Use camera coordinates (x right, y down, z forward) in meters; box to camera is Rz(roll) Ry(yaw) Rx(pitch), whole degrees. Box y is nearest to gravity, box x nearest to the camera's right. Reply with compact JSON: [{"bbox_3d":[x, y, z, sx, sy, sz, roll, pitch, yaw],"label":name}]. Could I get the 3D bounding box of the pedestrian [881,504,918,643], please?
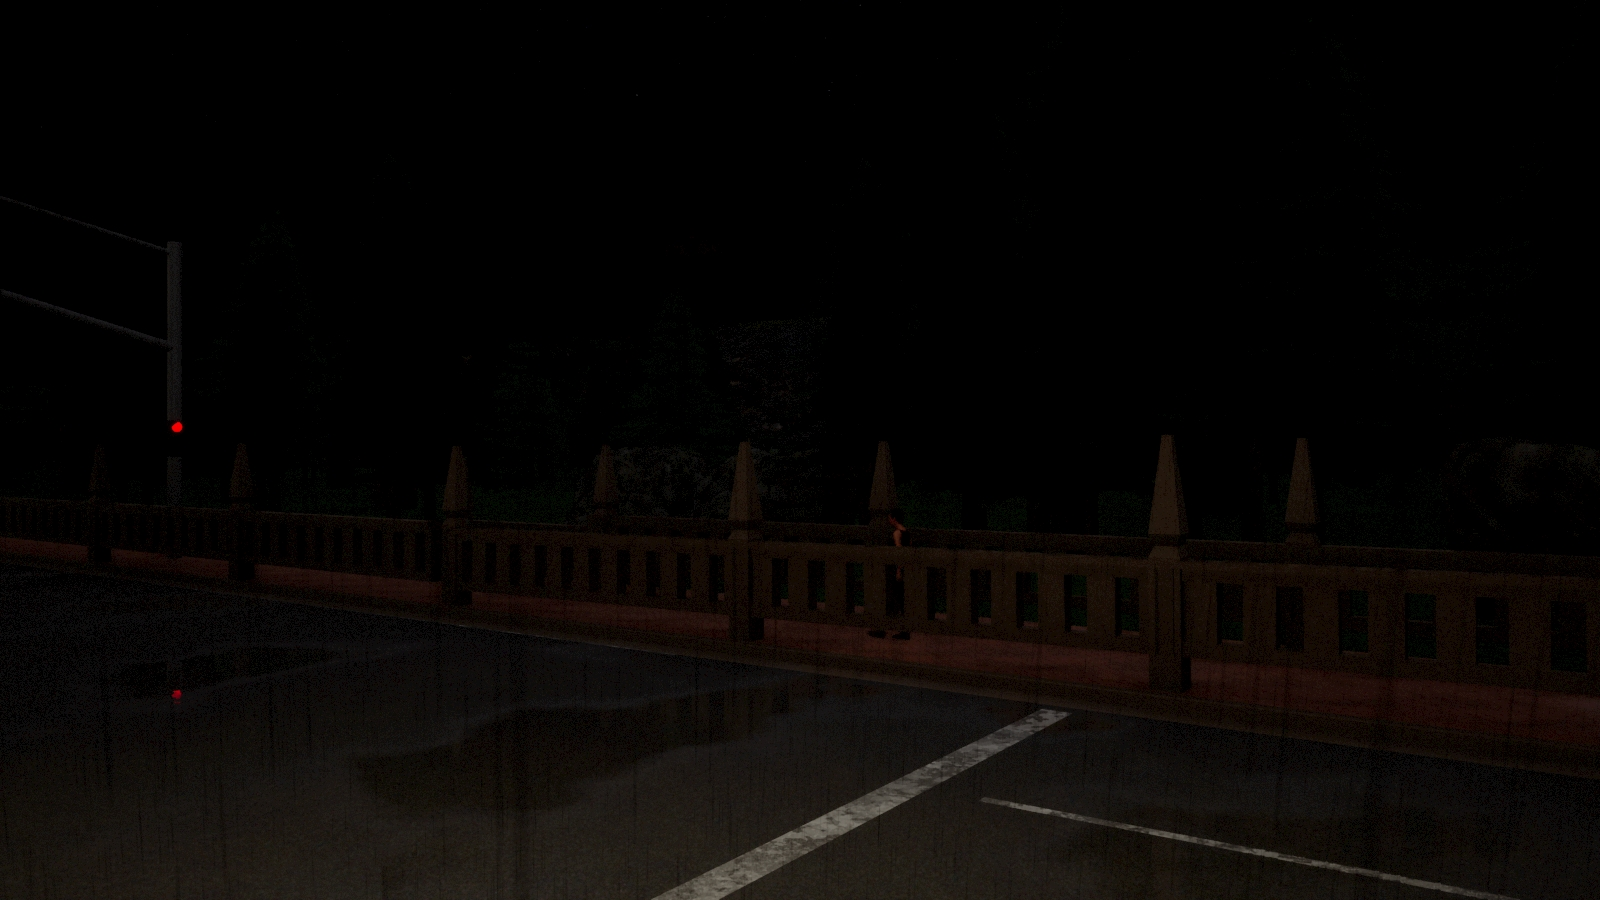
[{"bbox_3d":[1.380,1.694,15.830,0.375,1.860,0.375,0,0,35],"label":"pedestrian"}]
